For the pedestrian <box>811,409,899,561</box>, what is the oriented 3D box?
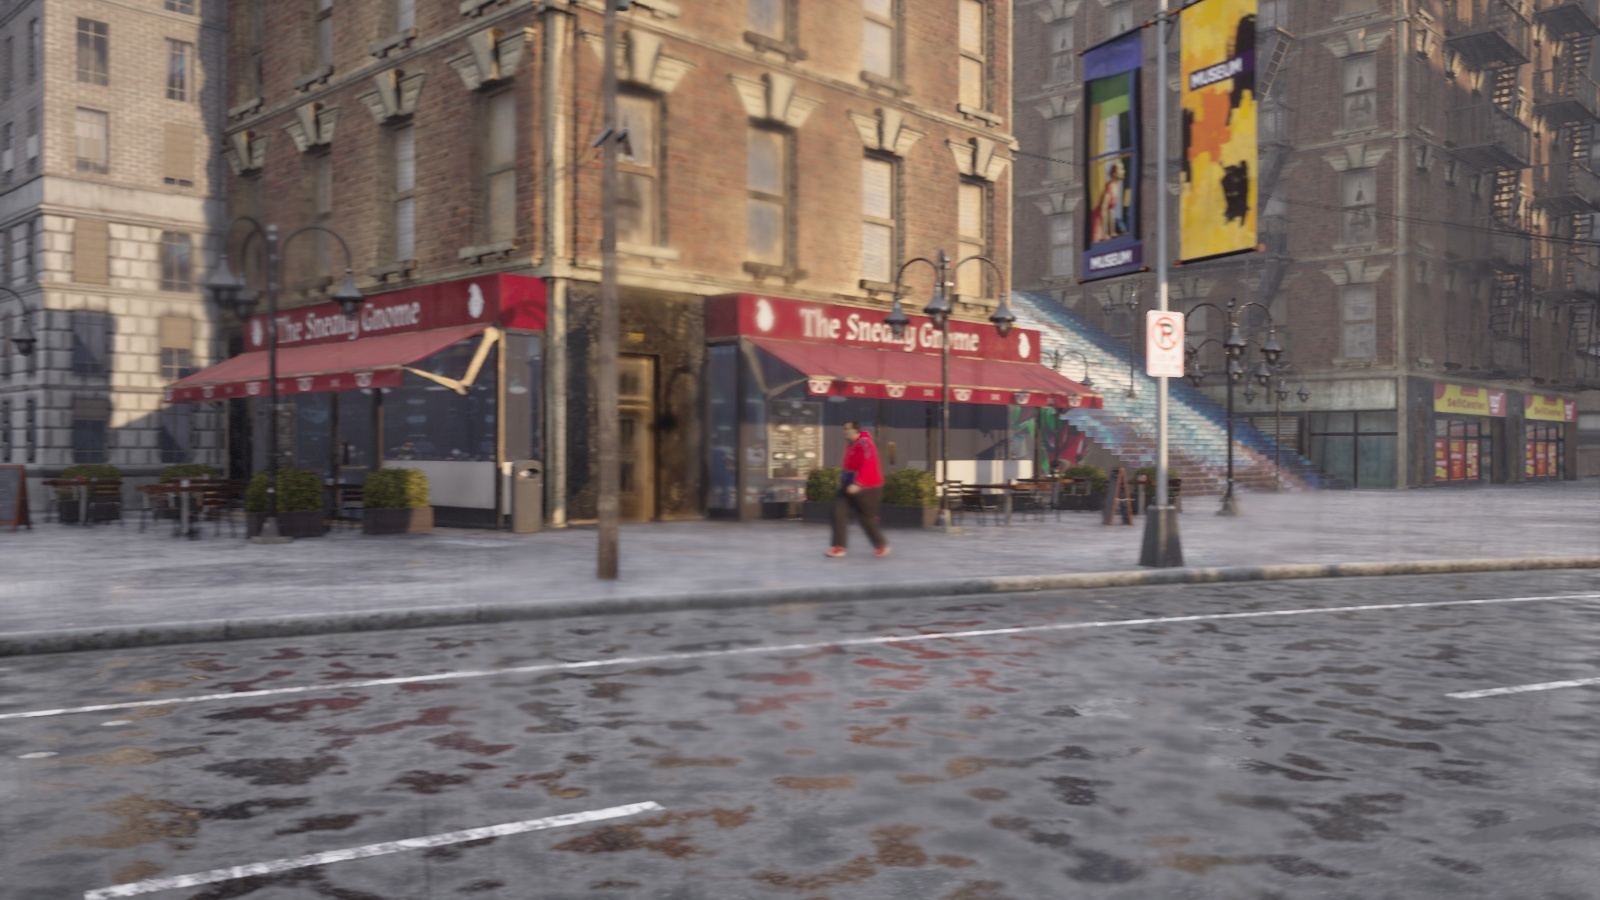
[{"bbox_3d":[0.691,0.427,15.785,0.899,1.844,0.634,0,0,-29],"label":"pedestrian"}]
